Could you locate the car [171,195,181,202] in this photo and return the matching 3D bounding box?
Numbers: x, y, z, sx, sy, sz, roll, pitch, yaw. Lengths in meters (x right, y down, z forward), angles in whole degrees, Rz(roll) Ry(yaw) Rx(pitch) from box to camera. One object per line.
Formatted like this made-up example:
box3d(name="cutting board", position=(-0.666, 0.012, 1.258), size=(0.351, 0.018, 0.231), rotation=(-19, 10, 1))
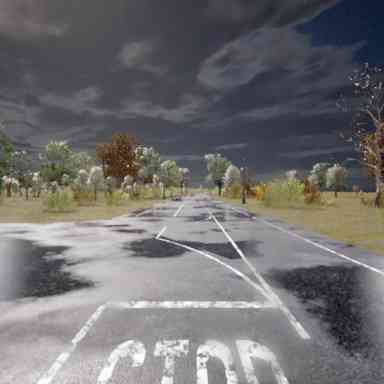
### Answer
box3d(name="car", position=(-3.305, 1.440, 71.603), size=(1.994, 1.385, 4.181), rotation=(0, 0, 0))
